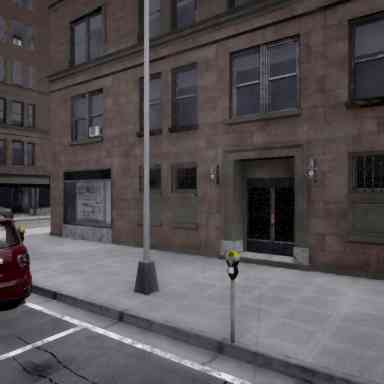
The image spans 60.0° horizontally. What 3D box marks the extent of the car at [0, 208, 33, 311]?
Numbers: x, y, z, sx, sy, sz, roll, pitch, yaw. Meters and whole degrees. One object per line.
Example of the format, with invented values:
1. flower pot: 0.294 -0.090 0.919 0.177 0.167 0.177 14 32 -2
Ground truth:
1. car: -5.112 1.315 6.444 5.009 1.841 2.192 0 0 35
